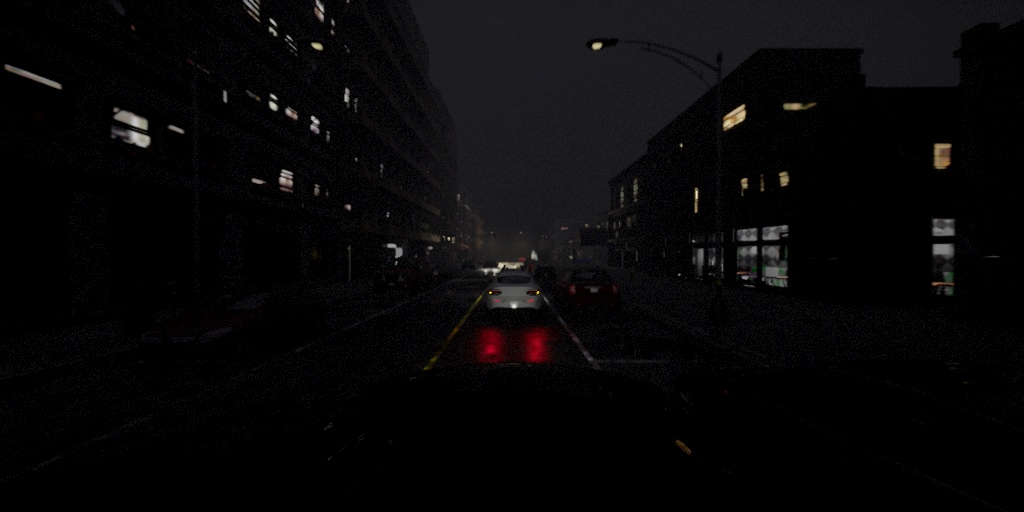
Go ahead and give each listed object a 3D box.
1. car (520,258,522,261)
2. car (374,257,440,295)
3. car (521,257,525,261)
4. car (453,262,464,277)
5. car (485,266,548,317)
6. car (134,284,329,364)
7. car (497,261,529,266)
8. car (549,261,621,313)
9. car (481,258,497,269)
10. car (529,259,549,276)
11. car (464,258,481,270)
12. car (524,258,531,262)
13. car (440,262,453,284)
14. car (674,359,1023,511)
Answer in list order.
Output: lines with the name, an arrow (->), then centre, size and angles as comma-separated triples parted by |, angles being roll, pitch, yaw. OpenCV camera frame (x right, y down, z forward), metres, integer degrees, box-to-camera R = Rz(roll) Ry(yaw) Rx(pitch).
car -> 2.738, 1.088, 59.415 | 1.751, 1.417, 4.829 | 0, 0, 0
car -> -5.676, 0.998, 19.380 | 2.192, 1.841, 5.009 | 0, 0, 0
car -> 2.733, 1.122, 53.548 | 1.888, 1.381, 4.507 | 0, 0, 0
car -> -5.666, 1.194, 30.774 | 2.007, 1.370, 4.403 | 0, 0, 0
car -> 0.076, 1.234, 12.812 | 1.812, 1.442, 4.674 | 0, 0, 0
car -> -5.685, 1.308, 7.987 | 1.802, 1.307, 4.207 | 0, 0, 0
car -> 0.085, 1.256, 27.369 | 1.895, 1.301, 4.718 | 0, 0, 0
car -> 2.700, 1.144, 13.673 | 1.967, 1.591, 4.097 | 0, 0, 0
car -> -3.031, 1.147, 51.478 | 1.994, 1.385, 4.181 | 0, 0, 0
car -> 2.715, 1.194, 30.763 | 2.007, 1.370, 4.403 | 0, 0, 0
car -> -5.652, 1.157, 47.864 | 1.948, 1.339, 4.313 | 0, 0, 0
car -> 2.724, 1.153, 42.155 | 1.888, 1.381, 4.507 | 0, 0, 0
car -> -5.671, 1.102, 25.077 | 1.967, 1.591, 4.097 | 0, 0, 0
car -> 2.691, 1.314, 2.281 | 1.948, 1.339, 4.313 | 0, 0, 0
